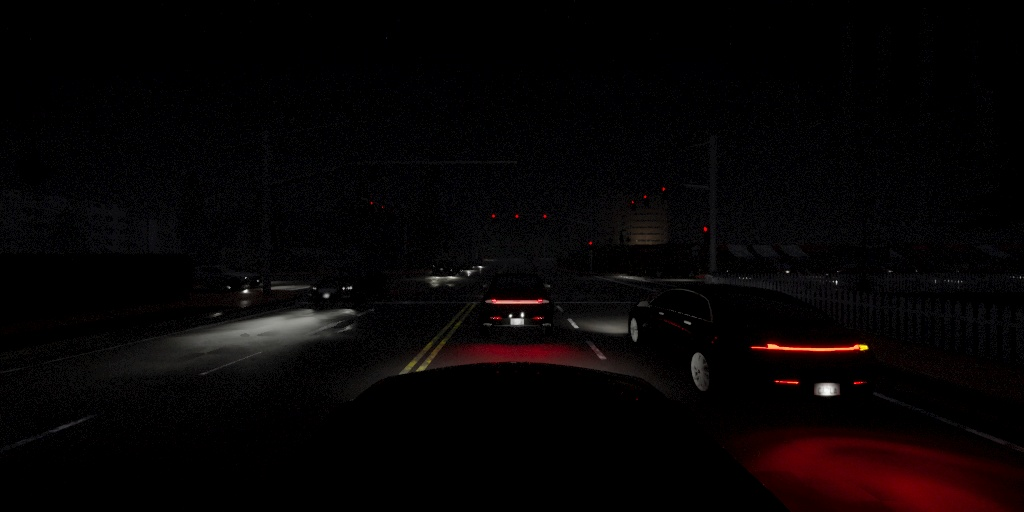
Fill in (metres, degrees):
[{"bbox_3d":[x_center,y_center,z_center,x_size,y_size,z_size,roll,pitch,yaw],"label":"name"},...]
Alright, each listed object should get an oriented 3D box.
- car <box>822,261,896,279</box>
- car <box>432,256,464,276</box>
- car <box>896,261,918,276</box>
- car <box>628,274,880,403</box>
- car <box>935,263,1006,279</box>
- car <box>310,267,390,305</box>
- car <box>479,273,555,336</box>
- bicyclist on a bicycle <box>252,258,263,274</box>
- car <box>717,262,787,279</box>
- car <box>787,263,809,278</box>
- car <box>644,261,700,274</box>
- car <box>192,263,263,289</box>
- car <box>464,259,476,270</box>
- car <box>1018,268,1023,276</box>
[{"bbox_3d":[28.887,1.276,30.231,4.674,1.442,1.812,0,0,-1],"label":"car"},{"bbox_3d":[-6.870,0.973,37.861,2.150,2.045,5.566,0,0,0],"label":"car"},{"bbox_3d":[35.221,1.242,33.851,4.902,1.511,2.128,0,0,-1],"label":"car"},{"bbox_3d":[3.589,1.255,6.467,1.837,1.490,4.892,0,0,1],"label":"car"},{"bbox_3d":[38.886,1.276,30.411,4.674,1.442,1.812,0,0,-1],"label":"car"},{"bbox_3d":[-7.012,1.241,16.021,2.128,1.511,4.902,0,0,0],"label":"car"},{"bbox_3d":[0.134,1.242,10.372,2.128,1.511,4.902,0,0,0],"label":"car"},{"bbox_3d":[-26.161,1.051,36.892,0.582,1.620,1.656,0,0,-3],"label":"bicyclist on a bicycle"},{"bbox_3d":[19.627,1.241,30.067,4.902,1.511,2.128,0,0,-1],"label":"car"},{"bbox_3d":[24.672,1.297,33.663,5.357,1.411,2.033,0,0,-1],"label":"car"},{"bbox_3d":[14.933,1.255,33.545,4.892,1.490,1.837,0,0,1],"label":"car"},{"bbox_3d":[-18.154,1.276,22.300,4.674,1.442,1.812,0,0,0],"label":"car"},{"bbox_3d":[-6.774,1.251,52.107,1.837,1.490,4.892,0,1,0],"label":"car"},{"bbox_3d":[51.169,1.320,34.061,4.181,1.385,1.994,0,0,-1],"label":"car"}]
